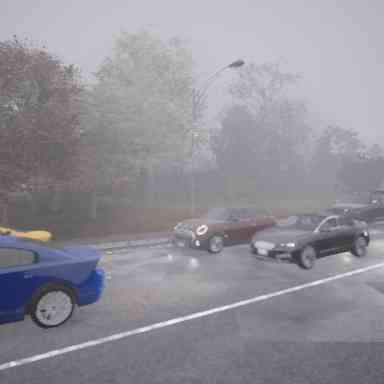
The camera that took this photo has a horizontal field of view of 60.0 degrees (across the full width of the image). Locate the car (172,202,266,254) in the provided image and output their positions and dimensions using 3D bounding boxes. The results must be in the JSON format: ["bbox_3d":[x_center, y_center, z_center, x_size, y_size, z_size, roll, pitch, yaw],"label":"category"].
[{"bbox_3d":[1.428,1.334,13.593,4.553,1.767,2.097,-1,0,-35],"label":"car"}]

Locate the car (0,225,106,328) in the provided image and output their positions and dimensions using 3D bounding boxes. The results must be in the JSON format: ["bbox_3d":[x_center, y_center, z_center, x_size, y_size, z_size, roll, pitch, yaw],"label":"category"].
[{"bbox_3d":[-3.976,1.474,5.443,5.008,1.535,1.882,1,0,-34],"label":"car"}]

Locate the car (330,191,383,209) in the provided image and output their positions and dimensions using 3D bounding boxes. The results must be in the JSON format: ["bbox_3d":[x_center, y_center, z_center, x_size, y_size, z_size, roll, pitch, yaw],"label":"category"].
[{"bbox_3d":[10.137,1.009,19.732,5.566,2.045,2.150,-2,1,-35],"label":"car"}]

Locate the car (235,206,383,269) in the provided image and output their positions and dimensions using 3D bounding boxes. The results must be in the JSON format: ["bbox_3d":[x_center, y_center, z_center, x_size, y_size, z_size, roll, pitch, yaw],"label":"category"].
[{"bbox_3d":[4.066,1.466,11.177,4.902,1.511,2.128,-1,0,-35],"label":"car"}]
